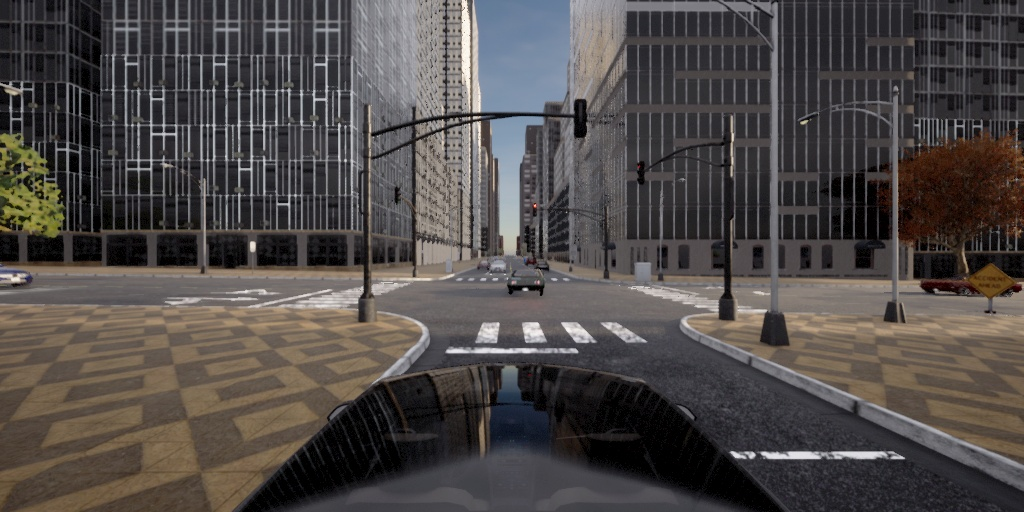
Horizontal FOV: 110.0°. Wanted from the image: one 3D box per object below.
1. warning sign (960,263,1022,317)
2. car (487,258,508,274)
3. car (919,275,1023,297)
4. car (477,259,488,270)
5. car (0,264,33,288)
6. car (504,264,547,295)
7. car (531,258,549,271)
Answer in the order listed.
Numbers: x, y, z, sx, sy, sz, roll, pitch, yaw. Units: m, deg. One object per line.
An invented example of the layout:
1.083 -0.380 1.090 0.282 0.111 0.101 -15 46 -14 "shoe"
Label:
17.258 1.192 12.941 1.060 1.860 1.300 0 0 -3 "warning sign"
-1.579 1.247 41.861 1.812 1.442 4.674 0 0 0 "car"
29.256 1.878 22.978 4.718 1.301 1.895 1 0 -3 "car"
-4.113 1.287 52.197 1.802 1.307 4.207 0 0 0 "car"
-25.806 0.810 16.876 4.674 1.442 1.812 1 0 -3 "car"
0.875 1.358 20.161 1.895 1.301 4.718 0 0 5 "car"
3.850 1.279 46.719 1.948 1.339 4.313 0 0 0 "car"
